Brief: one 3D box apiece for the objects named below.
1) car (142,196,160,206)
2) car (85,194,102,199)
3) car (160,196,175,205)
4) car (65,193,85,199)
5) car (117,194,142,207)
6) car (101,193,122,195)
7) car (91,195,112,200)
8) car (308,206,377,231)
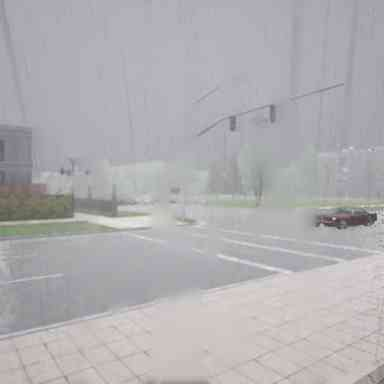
[{"bbox_3d":[-7.430,1.448,53.342,1.812,1.442,4.674,0,0,-36],"label":"car"},{"bbox_3d":[-19.436,1.494,63.992,1.994,1.385,4.181,0,0,-36],"label":"car"},{"bbox_3d":[-4.554,1.390,55.348,1.882,1.535,5.008,0,0,-36],"label":"car"},{"bbox_3d":[-22.360,1.181,62.057,2.150,2.045,5.566,0,1,-35],"label":"car"},{"bbox_3d":[-10.329,1.480,51.372,2.033,1.411,5.357,0,0,-36],"label":"car"},{"bbox_3d":[-16.543,1.138,65.993,2.150,2.045,5.566,0,1,-36],"label":"car"},{"bbox_3d":[-13.374,1.506,49.611,1.994,1.385,4.181,0,0,-36],"label":"car"},{"bbox_3d":[9.193,1.552,20.237,4.718,1.301,1.895,0,0,-35],"label":"car"}]
